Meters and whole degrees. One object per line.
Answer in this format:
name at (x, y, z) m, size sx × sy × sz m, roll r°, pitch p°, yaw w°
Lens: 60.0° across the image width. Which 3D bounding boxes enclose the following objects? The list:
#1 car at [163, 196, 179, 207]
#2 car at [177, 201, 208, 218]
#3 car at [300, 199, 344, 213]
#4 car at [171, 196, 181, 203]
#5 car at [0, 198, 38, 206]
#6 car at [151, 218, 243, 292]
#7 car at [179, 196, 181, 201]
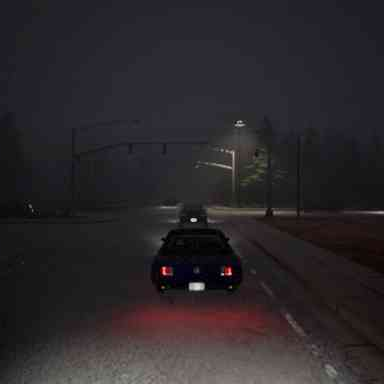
car at (-3.612, 1.687, 54.390) m, size 1.994 × 1.385 × 4.181 m, roll 0°, pitch 0°, yaw 0°
car at (0.091, 1.578, 22.922) m, size 1.812 × 1.442 × 4.674 m, roll 0°, pitch 0°, yaw 0°
car at (14.754, 1.597, 37.944) m, size 4.902 × 1.511 × 2.128 m, roll 0°, pitch 0°, yaw 1°
car at (-3.446, 1.644, 73.963) m, size 1.882 × 1.535 × 5.008 m, roll 0°, pitch 0°, yaw 1°
car at (-18.353, 1.465, 34.831) m, size 4.553 × 1.767 × 2.097 m, roll 0°, pitch 0°, yaw 1°
car at (0.096, 1.622, 8.930) m, size 1.895 × 1.301 × 4.718 m, roll 0°, pitch 0°, yaw 0°
car at (-3.571, 1.708, 63.657) m, size 1.994 × 1.385 × 4.181 m, roll 0°, pitch 0°, yaw 1°
